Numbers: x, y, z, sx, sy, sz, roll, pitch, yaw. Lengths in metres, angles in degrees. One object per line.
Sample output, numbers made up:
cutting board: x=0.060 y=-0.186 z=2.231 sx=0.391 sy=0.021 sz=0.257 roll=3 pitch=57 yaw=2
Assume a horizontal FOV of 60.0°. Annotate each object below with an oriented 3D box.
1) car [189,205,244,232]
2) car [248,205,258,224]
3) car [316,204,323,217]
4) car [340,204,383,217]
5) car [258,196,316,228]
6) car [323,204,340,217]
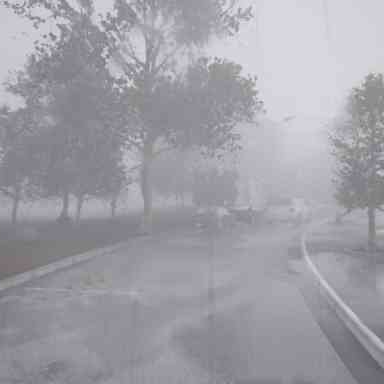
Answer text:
car: x=1.417 y=1.651 z=21.419 sx=2.231 sy=1.521 sz=4.892 roll=-2 pitch=-1 yaw=25
car: x=7.665 y=1.883 z=31.115 sx=2.231 sy=1.521 sz=4.892 roll=-3 pitch=-3 yaw=37
car: x=11.475 y=2.026 z=35.210 sx=5.008 sy=1.535 sz=2.097 roll=1 pitch=-4 yaw=-44
car: x=18.532 y=1.924 z=36.176 sx=4.892 sy=1.490 sz=1.837 roll=1 pitch=-4 yaw=-38
car: x=6.846 y=1.350 z=23.528 sx=2.150 sy=2.045 sz=5.566 roll=-2 pitch=-2 yaw=31
car: x=15.858 y=2.128 z=38.917 sx=4.892 sy=1.521 sz=2.231 roll=1 pitch=-4 yaw=-36
